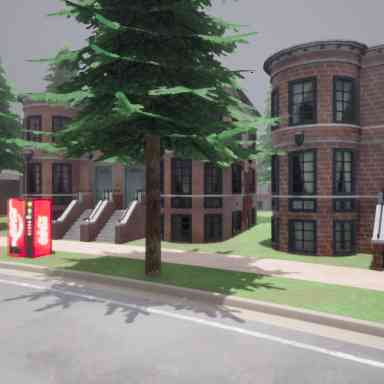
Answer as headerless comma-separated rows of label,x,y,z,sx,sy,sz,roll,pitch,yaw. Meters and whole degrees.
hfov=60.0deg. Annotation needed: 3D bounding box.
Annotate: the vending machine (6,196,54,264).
vending machine,-5.337,1.195,10.994,0.880,2.100,1.100,0,0,23
